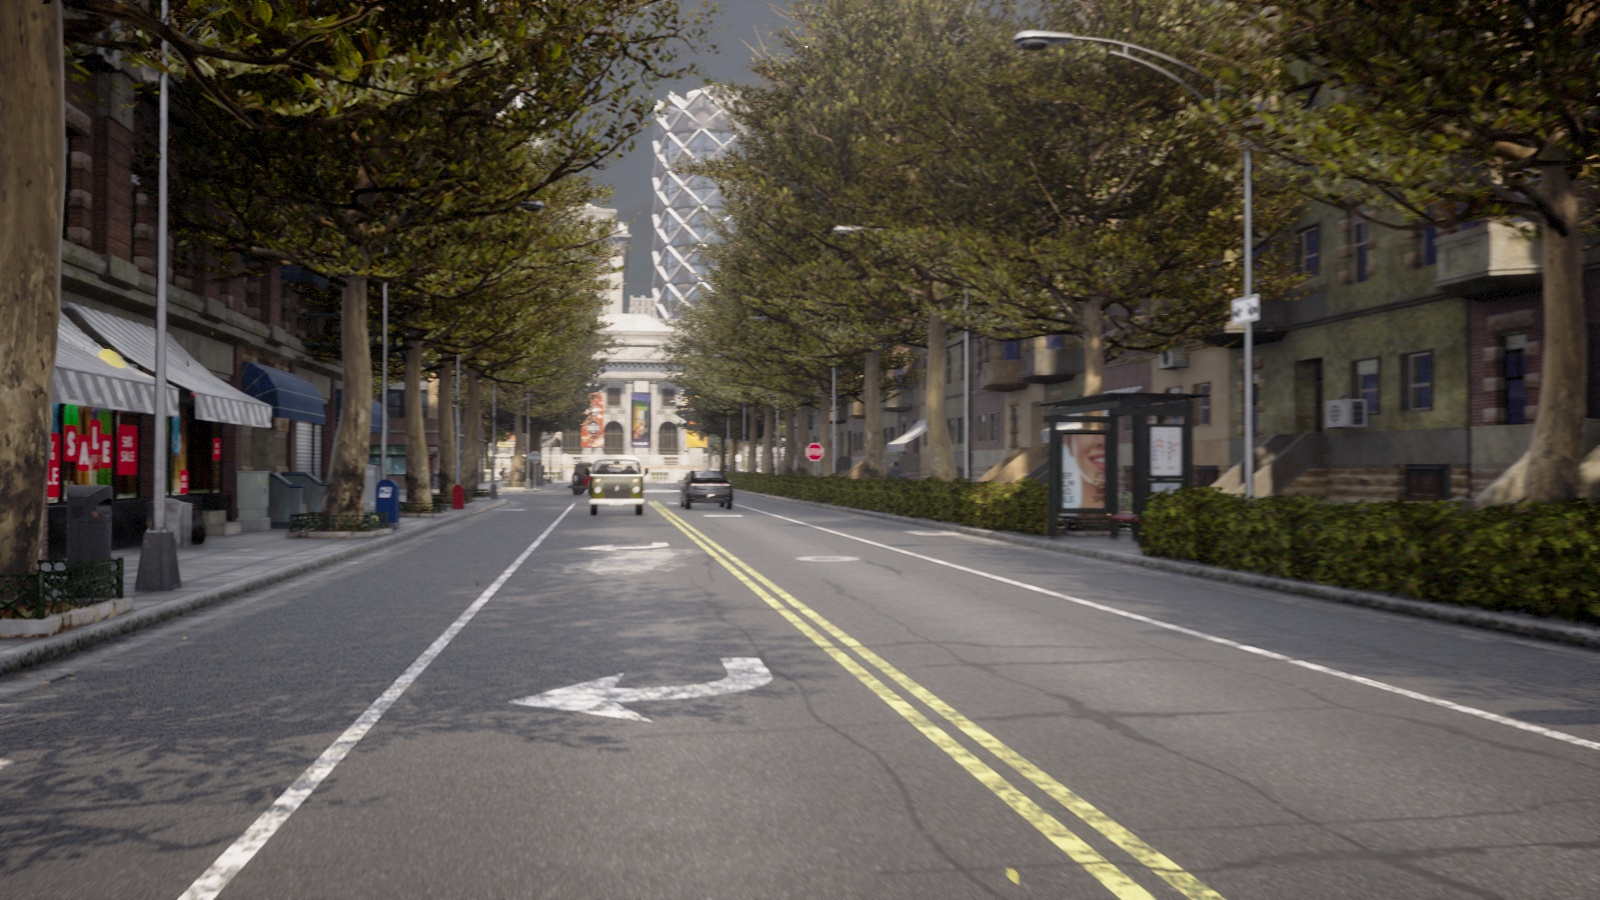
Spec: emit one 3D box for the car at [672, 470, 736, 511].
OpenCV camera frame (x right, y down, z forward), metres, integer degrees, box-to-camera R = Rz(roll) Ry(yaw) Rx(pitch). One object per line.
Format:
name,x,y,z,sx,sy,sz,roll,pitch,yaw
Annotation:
car,-3.834,1.531,49.233,2.128,1.511,4.902,0,-1,-9

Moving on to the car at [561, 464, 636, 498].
car,-11.610,1.766,72.507,1.905,1.878,3.866,-1,-1,44

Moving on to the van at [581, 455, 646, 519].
van,-6.284,1.207,42.225,2.069,2.038,4.480,0,-1,-9
